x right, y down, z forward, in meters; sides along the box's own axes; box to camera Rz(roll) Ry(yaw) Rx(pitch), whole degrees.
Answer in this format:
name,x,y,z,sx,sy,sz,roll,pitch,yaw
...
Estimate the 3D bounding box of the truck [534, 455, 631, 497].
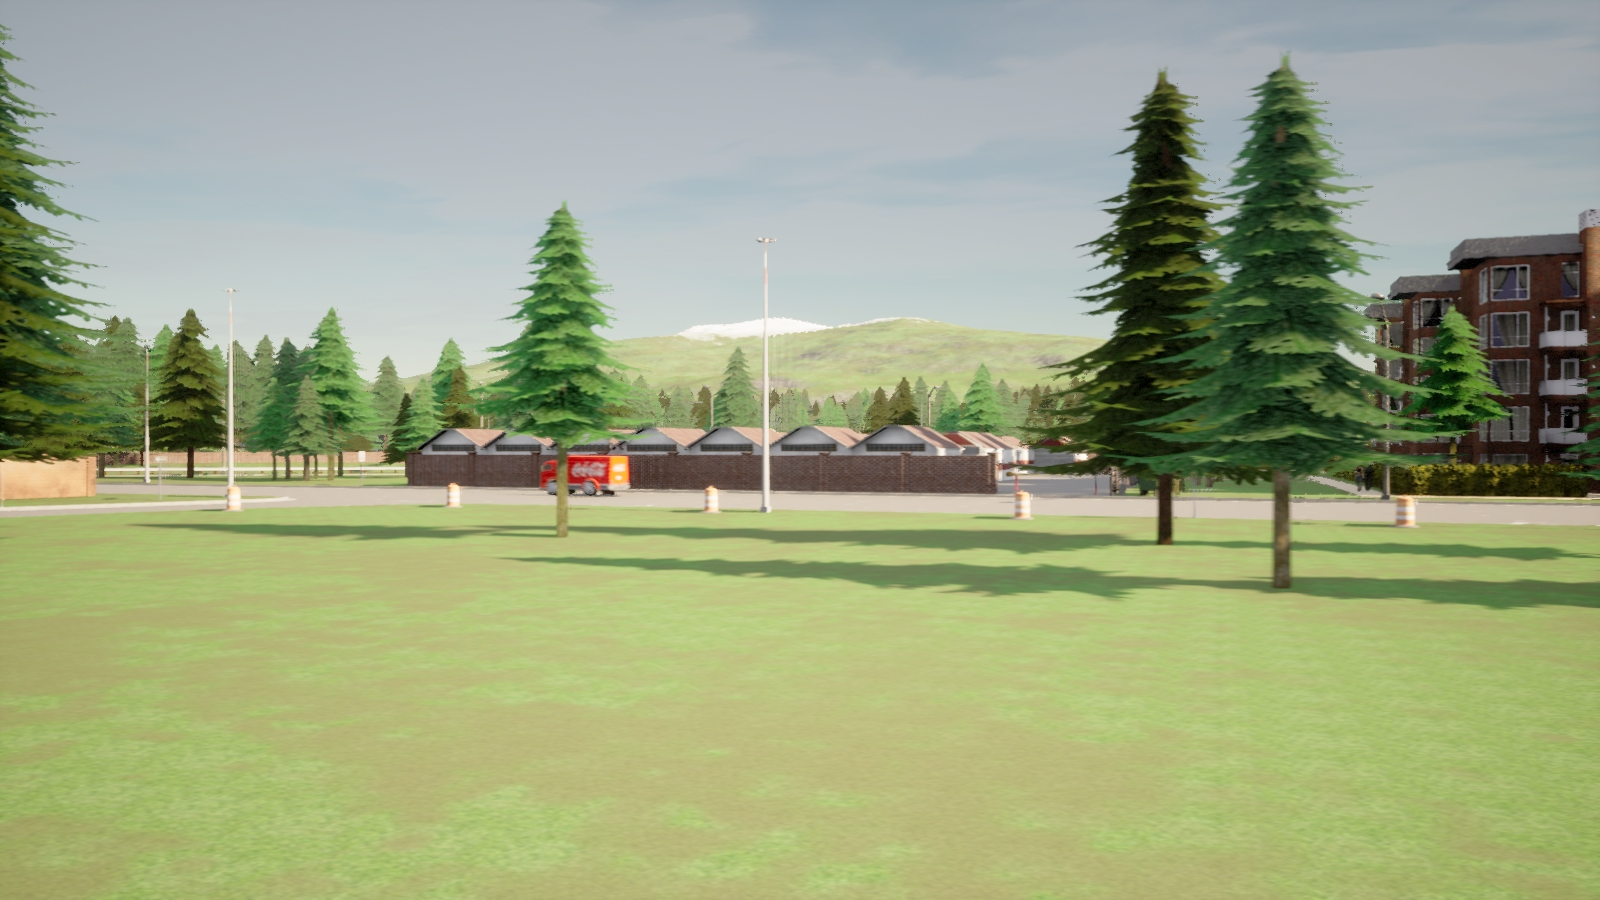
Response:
name,x,y,z,sx,sy,sz,roll,pitch,yaw
truck,-13.331,1.568,70.073,5.204,2.467,2.627,0,0,20
